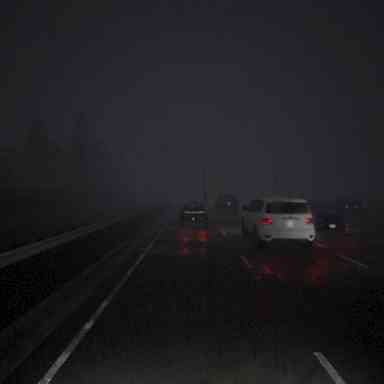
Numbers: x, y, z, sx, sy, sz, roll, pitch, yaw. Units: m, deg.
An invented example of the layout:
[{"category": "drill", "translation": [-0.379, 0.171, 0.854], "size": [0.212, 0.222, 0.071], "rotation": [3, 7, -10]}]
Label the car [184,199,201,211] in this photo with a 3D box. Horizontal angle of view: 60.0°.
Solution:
[{"category": "car", "translation": [0.099, 1.594, 41.621], "size": [1.994, 1.385, 4.181], "rotation": [0, 0, 0]}]

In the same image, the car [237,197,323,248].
[{"category": "car", "translation": [3.600, 1.233, 14.863], "size": [2.150, 2.045, 5.566], "rotation": [0, 0, 0]}]

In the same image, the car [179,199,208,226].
[{"category": "car", "translation": [0.100, 1.509, 23.620], "size": [2.128, 1.511, 4.902], "rotation": [0, 0, 0]}]

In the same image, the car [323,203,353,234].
[{"category": "car", "translation": [7.100, 1.539, 19.107], "size": [1.812, 1.442, 4.674], "rotation": [0, 0, 0]}]

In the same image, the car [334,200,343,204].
[{"category": "car", "translation": [10.600, 1.567, 28.715], "size": [2.033, 1.411, 5.357], "rotation": [0, 0, 0]}]

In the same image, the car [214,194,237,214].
[{"category": "car", "translation": [3.586, 1.249, 35.503], "size": [2.150, 2.045, 5.566], "rotation": [0, 0, 0]}]

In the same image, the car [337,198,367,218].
[{"category": "car", "translation": [14.100, 1.372, 30.656], "size": [2.097, 1.767, 4.553], "rotation": [0, 0, 0]}]
